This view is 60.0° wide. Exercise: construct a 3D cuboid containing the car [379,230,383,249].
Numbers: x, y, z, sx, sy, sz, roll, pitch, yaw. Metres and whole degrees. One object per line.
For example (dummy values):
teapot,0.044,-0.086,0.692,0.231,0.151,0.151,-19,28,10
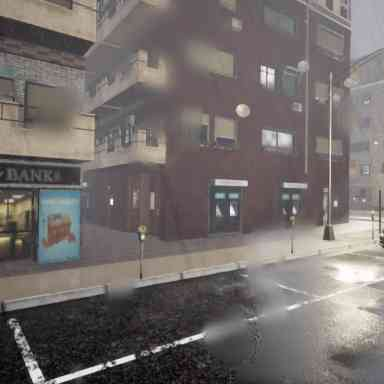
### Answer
car,9.077,1.554,13.107,4.403,1.369,2.008,0,1,-35
